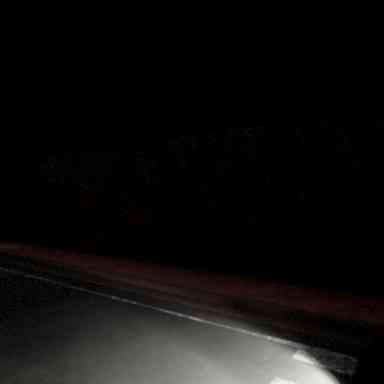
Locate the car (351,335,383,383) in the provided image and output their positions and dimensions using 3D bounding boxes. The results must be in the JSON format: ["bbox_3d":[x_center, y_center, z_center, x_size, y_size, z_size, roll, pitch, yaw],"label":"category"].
[{"bbox_3d":[3.077,1.545,1.809,4.181,1.385,1.994,-1,-1,35],"label":"car"}]
